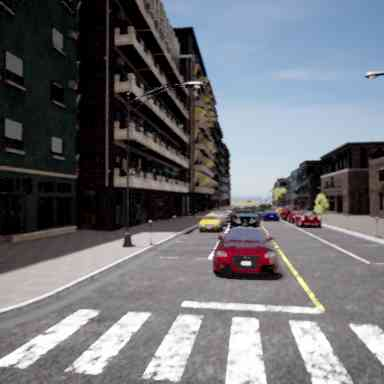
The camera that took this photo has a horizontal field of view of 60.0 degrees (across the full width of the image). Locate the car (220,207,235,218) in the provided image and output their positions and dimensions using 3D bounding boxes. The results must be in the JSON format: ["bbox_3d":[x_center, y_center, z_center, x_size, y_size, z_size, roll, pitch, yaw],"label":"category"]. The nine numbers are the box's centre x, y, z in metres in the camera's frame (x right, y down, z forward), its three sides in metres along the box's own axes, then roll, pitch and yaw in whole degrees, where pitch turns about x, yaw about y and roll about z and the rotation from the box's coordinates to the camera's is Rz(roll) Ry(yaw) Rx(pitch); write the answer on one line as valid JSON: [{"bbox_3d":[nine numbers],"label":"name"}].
[{"bbox_3d":[5.286,3.021,49.657,1.967,1.590,4.097,-1,-2,9],"label":"car"}]

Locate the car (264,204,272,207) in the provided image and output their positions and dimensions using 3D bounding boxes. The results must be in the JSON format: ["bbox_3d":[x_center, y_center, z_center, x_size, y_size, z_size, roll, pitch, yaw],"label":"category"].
[{"bbox_3d":[11.343,2.866,51.412,2.150,2.045,5.566,0,-2,9],"label":"car"}]

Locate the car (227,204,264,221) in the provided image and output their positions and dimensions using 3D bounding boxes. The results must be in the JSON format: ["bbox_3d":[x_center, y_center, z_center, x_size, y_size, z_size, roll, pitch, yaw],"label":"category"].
[{"bbox_3d":[4.100,2.055,25.621,2.150,2.045,5.566,0,-2,9],"label":"car"}]

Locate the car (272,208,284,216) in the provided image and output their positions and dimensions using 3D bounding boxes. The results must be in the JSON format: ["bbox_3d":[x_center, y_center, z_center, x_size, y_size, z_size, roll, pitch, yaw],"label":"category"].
[{"bbox_3d":[15.348,3.485,59.516,1.802,1.307,4.206,-1,-2,9],"label":"car"}]

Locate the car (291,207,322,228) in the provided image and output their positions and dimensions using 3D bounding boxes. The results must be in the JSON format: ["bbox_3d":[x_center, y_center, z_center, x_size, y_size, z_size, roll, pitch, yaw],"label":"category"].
[{"bbox_3d":[10.910,2.464,31.498,1.967,1.590,4.097,-1,-2,9],"label":"car"}]

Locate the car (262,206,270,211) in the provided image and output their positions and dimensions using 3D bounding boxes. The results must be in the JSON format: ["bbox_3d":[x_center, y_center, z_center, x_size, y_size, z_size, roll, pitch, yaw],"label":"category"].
[{"bbox_3d":[20.697,4.511,93.142,1.887,1.381,4.507,-1,-2,9],"label":"car"}]

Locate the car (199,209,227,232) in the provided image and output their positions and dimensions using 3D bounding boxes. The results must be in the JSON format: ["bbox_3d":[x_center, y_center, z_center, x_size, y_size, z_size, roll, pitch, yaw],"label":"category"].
[{"bbox_3d":[1.626,2.398,27.080,1.752,1.417,4.829,-1,-2,9],"label":"car"}]

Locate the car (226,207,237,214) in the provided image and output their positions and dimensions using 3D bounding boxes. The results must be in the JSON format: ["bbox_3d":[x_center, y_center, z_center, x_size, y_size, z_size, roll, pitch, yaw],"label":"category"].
[{"bbox_3d":[7.968,3.655,66.465,1.887,1.381,4.507,-1,-2,9],"label":"car"}]

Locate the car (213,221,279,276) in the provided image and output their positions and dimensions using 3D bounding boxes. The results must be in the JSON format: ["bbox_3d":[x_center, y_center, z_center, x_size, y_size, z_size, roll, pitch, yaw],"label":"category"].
[{"bbox_3d":[1.887,1.962,11.723,1.994,1.385,4.181,0,-2,9],"label":"car"}]

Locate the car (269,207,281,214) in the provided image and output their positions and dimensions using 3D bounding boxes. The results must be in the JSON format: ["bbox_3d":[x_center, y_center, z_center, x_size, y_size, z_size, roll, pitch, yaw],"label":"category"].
[{"bbox_3d":[16.240,3.662,65.120,1.802,1.307,4.206,-1,-2,9],"label":"car"}]

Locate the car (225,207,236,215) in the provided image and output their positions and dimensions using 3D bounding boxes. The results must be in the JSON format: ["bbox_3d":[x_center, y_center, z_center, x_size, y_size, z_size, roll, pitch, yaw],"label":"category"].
[{"bbox_3d":[7.076,3.499,60.860,1.947,1.339,4.313,-1,-2,9],"label":"car"}]

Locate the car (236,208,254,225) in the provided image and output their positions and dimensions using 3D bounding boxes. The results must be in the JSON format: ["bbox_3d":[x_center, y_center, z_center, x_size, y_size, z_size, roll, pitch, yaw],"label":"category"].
[{"bbox_3d":[5.862,2.673,36.569,1.837,1.490,4.892,0,0,9],"label":"car"}]

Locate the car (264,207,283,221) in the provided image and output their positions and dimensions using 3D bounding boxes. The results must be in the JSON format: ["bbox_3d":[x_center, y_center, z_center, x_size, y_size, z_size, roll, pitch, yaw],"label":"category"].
[{"bbox_3d":[9.837,2.900,41.589,1.994,1.385,4.181,0,-2,9],"label":"car"}]

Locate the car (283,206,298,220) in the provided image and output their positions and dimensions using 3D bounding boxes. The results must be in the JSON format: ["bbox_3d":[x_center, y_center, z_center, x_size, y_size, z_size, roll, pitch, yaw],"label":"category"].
[{"bbox_3d":[12.671,2.690,42.712,2.192,1.841,5.009,-1,-2,9],"label":"car"}]

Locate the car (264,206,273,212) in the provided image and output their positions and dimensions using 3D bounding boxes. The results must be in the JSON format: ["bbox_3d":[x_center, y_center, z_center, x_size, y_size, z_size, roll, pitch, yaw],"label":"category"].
[{"bbox_3d":[18.941,4.142,82.102,1.752,1.417,4.829,-1,-2,9],"label":"car"}]

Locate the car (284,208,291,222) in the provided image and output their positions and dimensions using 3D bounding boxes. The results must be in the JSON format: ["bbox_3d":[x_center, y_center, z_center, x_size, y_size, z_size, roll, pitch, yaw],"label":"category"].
[{"bbox_3d":[11.782,2.781,37.099,1.802,1.307,4.206,-1,-2,9],"label":"car"}]

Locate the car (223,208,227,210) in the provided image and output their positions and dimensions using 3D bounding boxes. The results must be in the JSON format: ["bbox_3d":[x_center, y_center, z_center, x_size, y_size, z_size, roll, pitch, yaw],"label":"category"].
[{"bbox_3d":[2.598,2.604,32.843,2.008,1.369,4.403,-1,-2,9],"label":"car"}]

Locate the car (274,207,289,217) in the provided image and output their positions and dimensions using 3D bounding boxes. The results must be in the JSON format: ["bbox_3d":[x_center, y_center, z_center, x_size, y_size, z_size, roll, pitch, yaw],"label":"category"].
[{"bbox_3d":[14.483,3.258,54.082,1.752,1.417,4.829,-1,-2,9],"label":"car"}]
